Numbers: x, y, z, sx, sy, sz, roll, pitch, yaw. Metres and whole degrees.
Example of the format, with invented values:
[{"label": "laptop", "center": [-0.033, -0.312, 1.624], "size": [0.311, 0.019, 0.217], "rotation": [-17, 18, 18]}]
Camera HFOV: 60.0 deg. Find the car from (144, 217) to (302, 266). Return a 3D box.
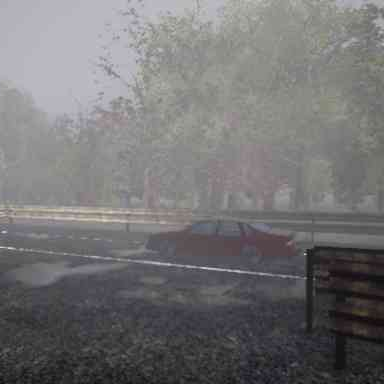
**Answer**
[{"label": "car", "center": [1.011, 1.594, 11.689], "size": [5.357, 1.411, 2.033], "rotation": [0, 0, 24]}]
